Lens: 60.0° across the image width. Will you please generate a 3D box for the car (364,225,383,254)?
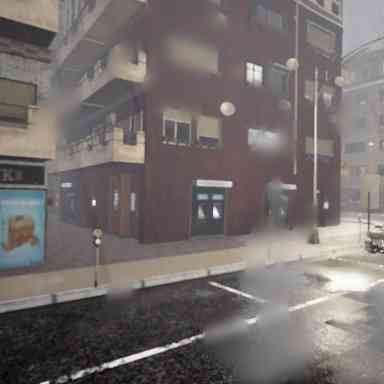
[{"bbox_3d":[8.180,1.623,12.473,4.403,1.369,2.008,0,1,-35],"label":"car"}]
